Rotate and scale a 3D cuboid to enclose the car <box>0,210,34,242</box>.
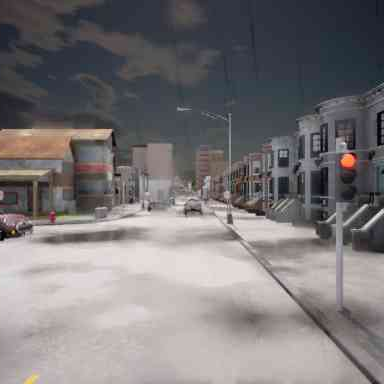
[{"bbox_3d":[-10.013,1.352,15.728,4.553,1.767,2.097,0,0,1],"label":"car"}]

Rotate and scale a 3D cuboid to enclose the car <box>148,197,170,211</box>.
[{"bbox_3d":[-4.049,1.564,39.509,1.994,1.385,4.181,0,0,0],"label":"car"}]

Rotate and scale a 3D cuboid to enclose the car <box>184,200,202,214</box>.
[{"bbox_3d":[0.142,1.547,35.469,2.033,1.411,5.357,0,0,0],"label":"car"}]

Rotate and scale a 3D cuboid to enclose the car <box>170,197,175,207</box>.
[{"bbox_3d":[-4.023,1.505,49.454,1.837,1.490,4.892,0,0,0],"label":"car"}]

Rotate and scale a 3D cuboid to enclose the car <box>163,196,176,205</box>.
[{"bbox_3d":[-3.971,1.547,59.904,2.033,1.411,5.357,0,0,1],"label":"car"}]
